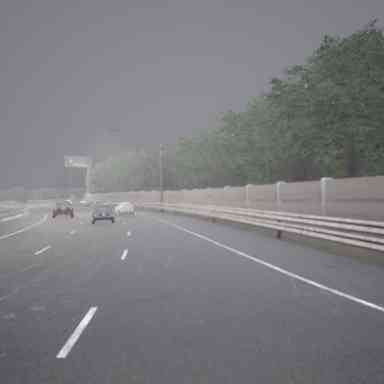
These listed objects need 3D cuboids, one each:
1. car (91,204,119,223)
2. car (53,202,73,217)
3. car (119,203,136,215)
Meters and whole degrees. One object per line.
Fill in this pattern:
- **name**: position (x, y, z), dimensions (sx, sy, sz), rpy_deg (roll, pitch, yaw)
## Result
- **car**: position (-7.964, 1.942, 29.652), dimensions (2.033, 1.411, 5.357), rpy_deg (0, -1, -17)
- **car**: position (-14.777, 1.900, 38.114), dimensions (2.097, 1.767, 4.553), rpy_deg (0, -1, -22)
- **car**: position (-8.305, 2.045, 40.871), dimensions (1.812, 1.442, 4.674), rpy_deg (0, -1, -22)
